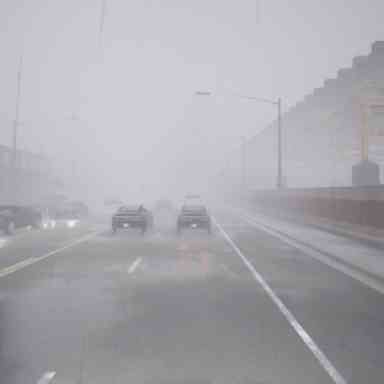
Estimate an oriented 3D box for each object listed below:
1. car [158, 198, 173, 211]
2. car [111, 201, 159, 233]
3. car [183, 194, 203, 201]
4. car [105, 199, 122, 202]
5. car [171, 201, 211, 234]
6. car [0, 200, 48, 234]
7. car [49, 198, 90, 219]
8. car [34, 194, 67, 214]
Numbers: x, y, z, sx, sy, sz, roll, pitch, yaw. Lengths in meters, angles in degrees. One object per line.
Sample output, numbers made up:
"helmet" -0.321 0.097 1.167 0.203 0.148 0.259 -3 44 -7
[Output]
"car" -3.404 1.515 40.908 1.837 1.490 4.892 0 0 0
"car" -3.402 1.496 19.603 2.128 1.511 4.902 0 0 0
"car" 0.095 1.231 40.419 2.150 2.045 5.566 0 0 0
"car" -10.505 1.218 44.688 1.994 1.385 4.181 0 0 0
"car" 0.098 1.496 19.412 2.128 1.511 4.902 0 0 0
"car" -10.589 1.482 19.446 1.882 1.535 5.008 0 0 0
"car" -10.588 1.511 29.627 1.837 1.490 4.892 0 0 0
"car" -14.068 1.229 32.941 2.150 2.045 5.566 0 0 1
